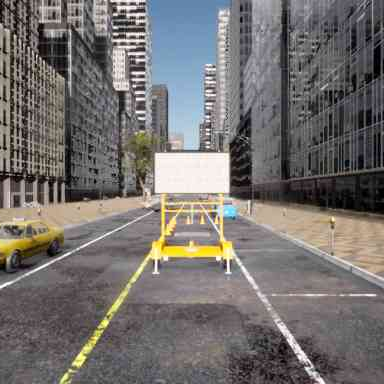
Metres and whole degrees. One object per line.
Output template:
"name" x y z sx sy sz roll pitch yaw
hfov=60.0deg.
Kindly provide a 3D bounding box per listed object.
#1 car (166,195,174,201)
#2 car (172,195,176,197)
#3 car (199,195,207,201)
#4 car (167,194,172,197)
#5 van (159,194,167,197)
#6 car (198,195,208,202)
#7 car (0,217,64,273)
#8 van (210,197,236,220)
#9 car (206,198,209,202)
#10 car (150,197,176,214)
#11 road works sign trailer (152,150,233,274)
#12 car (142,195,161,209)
"car" -5.636 1.541 84.339 1.752 1.417 4.829 0 0 0
"car" -5.640 1.329 78.841 2.192 1.841 5.009 0 0 0
"car" 2.745 1.561 84.502 1.887 1.381 4.507 0 0 0
"car" -5.647 1.562 67.505 2.008 1.369 4.403 0 0 0
"van" -5.655 1.350 56.169 1.690 1.788 3.998 0 0 0
"car" 2.737 1.564 73.166 2.008 1.369 4.403 0 0 0
"car" -5.686 1.526 10.656 1.752 1.417 4.829 0 0 0
"van" 2.706 1.344 27.822 1.690 1.788 3.998 0 0 0
"car" 2.710 1.529 33.660 1.752 1.417 4.829 0 0 0
"car" -2.977 1.551 36.302 2.033 1.411 5.357 0 0 0
"road works sign trailer" 0.006 0.465 10.558 2.380 3.560 2.880 0 0 0
"car" -5.663 1.531 44.663 1.752 1.417 4.829 0 0 0
